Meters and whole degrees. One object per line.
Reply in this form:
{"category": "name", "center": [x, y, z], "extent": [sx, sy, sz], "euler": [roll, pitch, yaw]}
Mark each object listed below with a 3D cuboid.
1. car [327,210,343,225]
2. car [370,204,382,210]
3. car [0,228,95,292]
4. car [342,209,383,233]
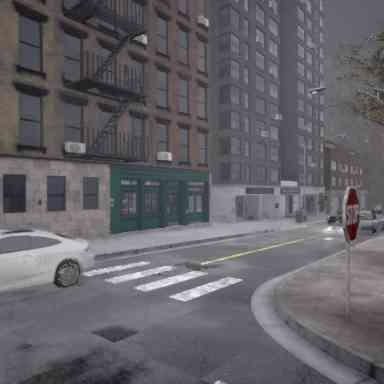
{"category": "car", "center": [13.802, 2.327, 30.167], "extent": [1.895, 1.301, 4.718], "euler": [0, -2, 39]}
{"category": "car", "center": [24.428, 2.377, 43.105], "extent": [1.882, 1.535, 5.008], "euler": [0, -1, 39]}
{"category": "car", "center": [-4.489, 1.600, 7.650], "extent": [1.812, 1.442, 4.674], "euler": [0, -1, 39]}
{"category": "car", "center": [12.685, 2.183, 24.122], "extent": [1.895, 1.301, 4.718], "euler": [0, -2, 39]}
